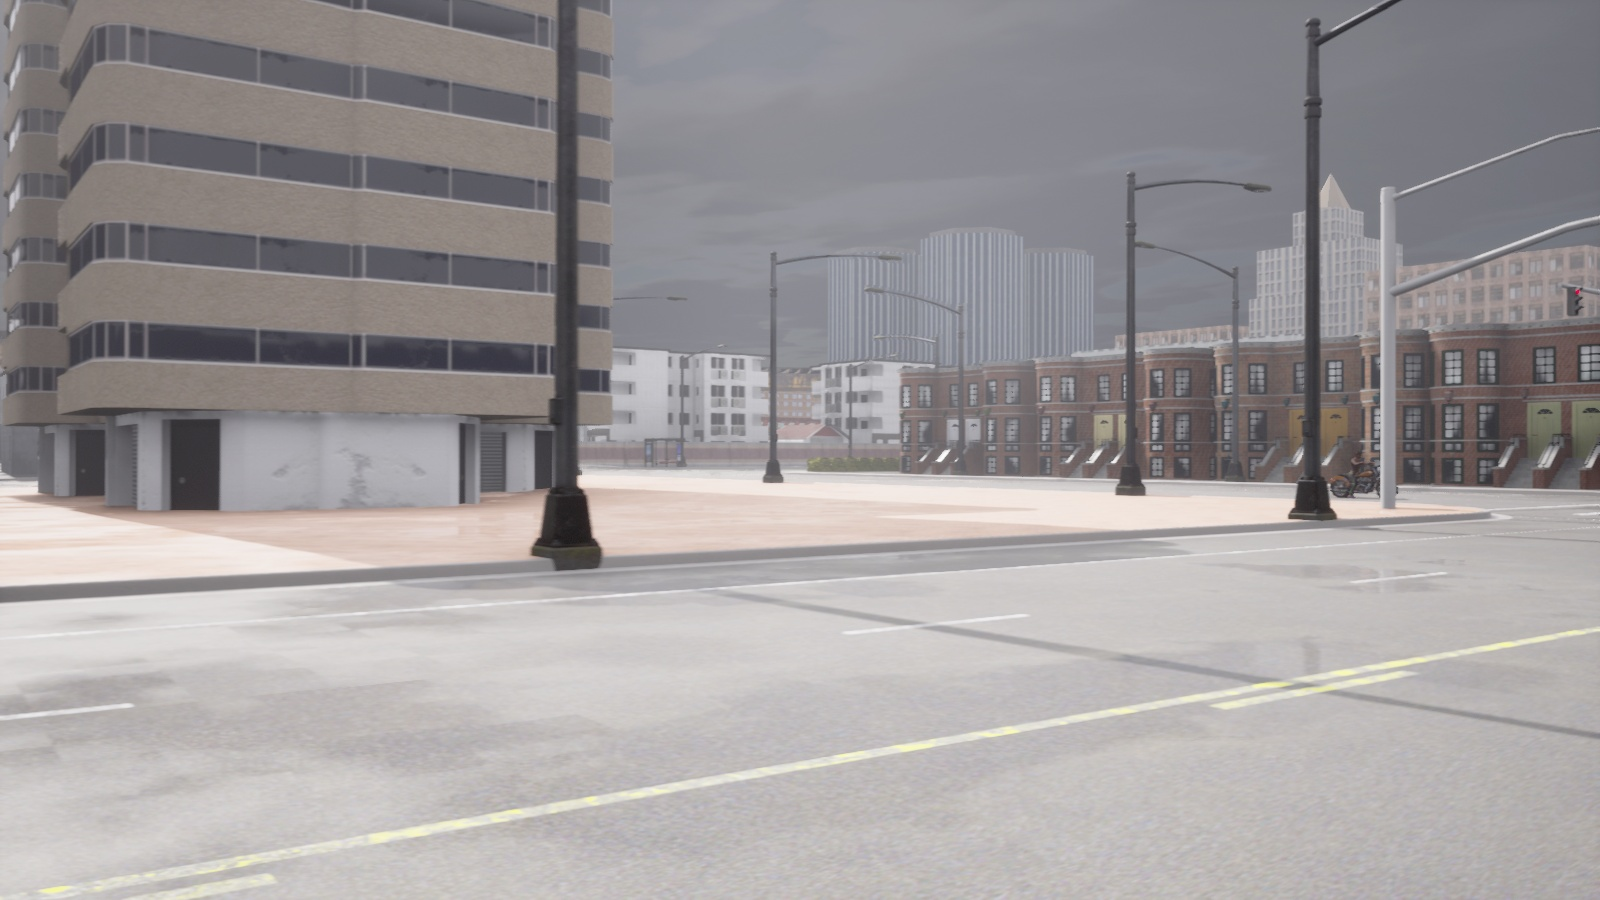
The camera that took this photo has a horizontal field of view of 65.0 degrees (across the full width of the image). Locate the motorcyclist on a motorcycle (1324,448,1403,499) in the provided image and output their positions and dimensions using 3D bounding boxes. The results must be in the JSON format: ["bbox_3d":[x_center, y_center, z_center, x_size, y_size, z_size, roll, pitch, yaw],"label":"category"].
[{"bbox_3d":[18.800,0.758,41.933,0.766,1.649,2.350,0,0,-35],"label":"motorcyclist on a motorcycle"}]
